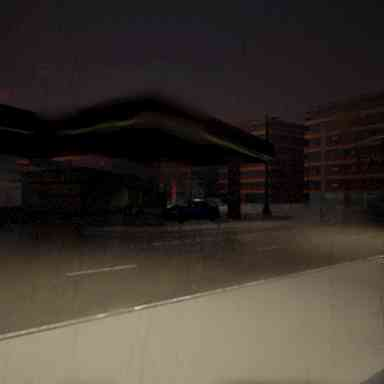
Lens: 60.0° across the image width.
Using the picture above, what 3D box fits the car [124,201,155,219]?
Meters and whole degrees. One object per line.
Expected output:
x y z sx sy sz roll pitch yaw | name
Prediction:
-4.027 1.586 29.806 3.806 1.475 1.970 1 0 -35 | car

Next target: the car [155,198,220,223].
-0.069 1.432 25.572 4.611 1.667 2.242 1 0 -35 | car

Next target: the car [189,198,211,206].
1.489 1.919 63.488 1.994 1.385 4.181 1 0 -36 | car
